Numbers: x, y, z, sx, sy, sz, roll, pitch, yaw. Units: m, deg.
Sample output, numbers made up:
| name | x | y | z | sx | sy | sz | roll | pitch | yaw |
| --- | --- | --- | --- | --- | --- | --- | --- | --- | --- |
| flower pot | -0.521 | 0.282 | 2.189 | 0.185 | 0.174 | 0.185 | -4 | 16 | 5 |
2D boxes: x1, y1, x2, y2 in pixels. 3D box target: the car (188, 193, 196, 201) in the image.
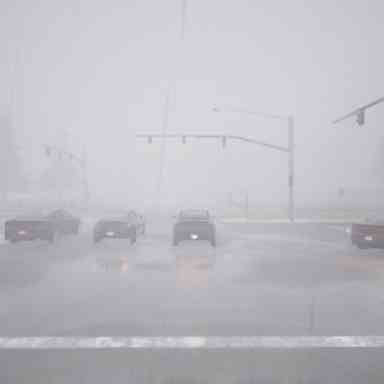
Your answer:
| name | x | y | z | sx | sy | sz | roll | pitch | yaw |
| --- | --- | --- | --- | --- | --- | --- | --- | --- | --- |
| car | -0.004 | 1.315 | 92.287 | 2.150 | 2.045 | 5.566 | 0 | 0 | 0 |

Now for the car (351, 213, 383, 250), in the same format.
| name | x | y | z | sx | sy | sz | roll | pitch | yaw |
| --- | --- | --- | --- | --- | --- | --- | --- | --- | --- |
| car | 8.419 | 1.504 | 13.065 | 5.008 | 1.535 | 1.882 | 0 | -2 | -30 |

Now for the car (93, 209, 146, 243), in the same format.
| name | x | y | z | sx | sy | sz | roll | pitch | yaw |
| --- | --- | --- | --- | --- | --- | --- | --- | --- | --- |
| car | -3.412 | 1.557 | 16.142 | 1.812 | 1.442 | 4.674 | 0 | 0 | 0 |

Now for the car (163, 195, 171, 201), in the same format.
| name | x | y | z | sx | sy | sz | roll | pitch | yaw |
| --- | --- | --- | --- | --- | --- | --- | --- | --- | --- |
| car | -7.004 | 1.590 | 92.256 | 1.837 | 1.490 | 4.892 | 0 | 0 | 0 |

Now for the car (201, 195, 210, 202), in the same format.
| name | x | y | z | sx | sy | sz | roll | pitch | yaw |
| --- | --- | --- | --- | --- | --- | --- | --- | --- | --- |
| car | 3.496 | 1.707 | 82.254 | 1.994 | 1.385 | 4.181 | 0 | 0 | 0 |

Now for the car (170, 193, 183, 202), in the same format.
| name | x | y | z | sx | sy | sz | roll | pitch | yaw |
| --- | --- | --- | --- | --- | --- | --- | --- | --- | --- |
| car | -3.504 | 1.375 | 81.867 | 2.150 | 2.045 | 5.566 | 0 | 0 | 0 |

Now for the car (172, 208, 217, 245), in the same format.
| name | x | y | z | sx | sy | sz | roll | pitch | yaw |
| --- | --- | --- | --- | --- | --- | --- | --- | --- | --- |
| car | 0.099 | 1.536 | 15.740 | 1.837 | 1.490 | 4.892 | 0 | 0 | 0 |

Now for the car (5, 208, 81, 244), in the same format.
| name | x | y | z | sx | sy | sz | roll | pitch | yaw |
| --- | --- | --- | --- | --- | --- | --- | --- | --- | --- |
| car | -6.901 | 1.509 | 16.012 | 1.882 | 1.535 | 5.008 | 0 | 0 | 0 |

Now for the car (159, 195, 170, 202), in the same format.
| name | x | y | z | sx | sy | sz | roll | pitch | yaw |
| --- | --- | --- | --- | --- | --- | --- | --- | --- | --- |
| car | -7.004 | 1.689 | 81.837 | 2.033 | 1.411 | 5.357 | 0 | 0 | 0 |

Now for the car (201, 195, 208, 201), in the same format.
| name | x | y | z | sx | sy | sz | roll | pitch | yaw |
| --- | --- | --- | --- | --- | --- | --- | --- | --- | --- |
| car | 3.496 | 1.568 | 92.257 | 1.882 | 1.535 | 5.008 | 0 | 0 | 0 |

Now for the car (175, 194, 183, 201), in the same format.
| name | x | y | z | sx | sy | sz | roll | pitch | yaw |
| --- | --- | --- | --- | --- | --- | --- | --- | --- | --- |
| car | -3.504 | 1.445 | 92.227 | 2.097 | 1.767 | 4.553 | 0 | 0 | 0 |

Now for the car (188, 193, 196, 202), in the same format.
| name | x | y | z | sx | sy | sz | roll | pitch | yaw |
| --- | --- | --- | --- | --- | --- | --- | --- | --- | --- |
| car | -0.004 | 1.628 | 81.837 | 1.882 | 1.535 | 5.008 | 0 | 0 | 0 |
